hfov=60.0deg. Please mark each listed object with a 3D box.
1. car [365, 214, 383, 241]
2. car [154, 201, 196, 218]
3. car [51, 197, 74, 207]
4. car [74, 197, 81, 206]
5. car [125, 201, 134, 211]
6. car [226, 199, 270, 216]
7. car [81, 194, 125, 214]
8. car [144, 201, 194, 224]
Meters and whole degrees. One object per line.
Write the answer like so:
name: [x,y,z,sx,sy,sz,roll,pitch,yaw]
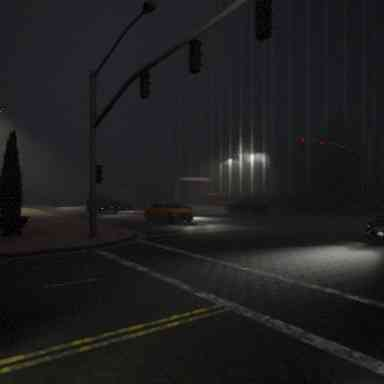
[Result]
car: [9.916,1.491,15.388,4.902,1.511,2.128,0,0,-36]
car: [-1.668,1.563,30.887,1.994,1.385,4.181,0,0,-36]
car: [-20.015,1.491,50.315,2.128,1.511,4.902,0,0,-35]
car: [-17.865,1.525,53.328,1.812,1.442,4.674,0,0,-35]
car: [-9.153,1.547,41.213,2.033,1.411,5.357,0,0,-36]
car: [5.487,1.477,33.104,1.882,1.535,5.008,0,0,-35]
car: [-9.758,1.223,36.082,2.150,2.045,5.566,0,0,-36]
car: [-1.843,1.477,25.173,1.882,1.535,5.008,0,0,-36]
